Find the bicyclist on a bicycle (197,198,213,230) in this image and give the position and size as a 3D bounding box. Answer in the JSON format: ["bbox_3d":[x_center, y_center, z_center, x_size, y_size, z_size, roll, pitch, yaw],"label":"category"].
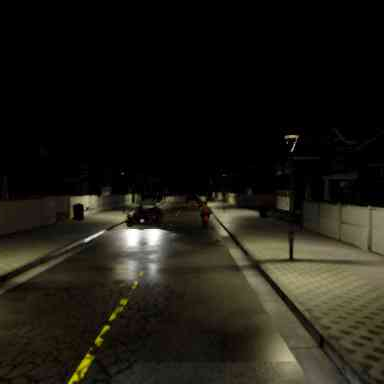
[{"bbox_3d":[0.796,1.313,19.170,0.866,1.612,1.509,0,0,0],"label":"bicyclist on a bicycle"}]

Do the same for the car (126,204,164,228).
[{"bbox_3d":[-2.842,1.429,20.931,1.994,1.385,4.181,0,0,0],"label":"car"}]

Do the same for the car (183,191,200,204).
[{"bbox_3d":[0.113,0.865,55.687,2.150,2.045,5.566,0,0,0],"label":"car"}]

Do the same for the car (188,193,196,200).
[{"bbox_3d":[0.026,1.033,73.865,1.837,1.490,4.892,0,0,0],"label":"car"}]
